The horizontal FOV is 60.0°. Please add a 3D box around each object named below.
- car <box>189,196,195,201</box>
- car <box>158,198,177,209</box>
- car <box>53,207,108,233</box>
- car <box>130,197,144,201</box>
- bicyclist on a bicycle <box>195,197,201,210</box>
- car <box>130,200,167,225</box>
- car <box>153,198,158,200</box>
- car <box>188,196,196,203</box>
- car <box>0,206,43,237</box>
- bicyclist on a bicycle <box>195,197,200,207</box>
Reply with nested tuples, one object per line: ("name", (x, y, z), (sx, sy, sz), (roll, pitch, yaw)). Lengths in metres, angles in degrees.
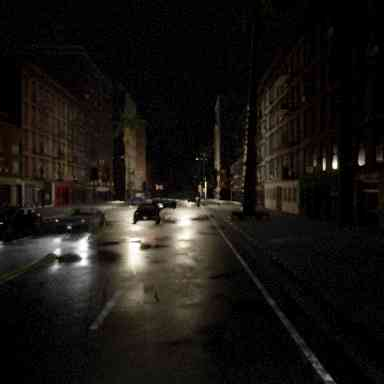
("car", (0.004, 1.855, 93.392), (1.837, 1.490, 4.892), (0, 0, 0))
("car", (-3.149, 1.613, 47.520), (2.128, 1.511, 4.902), (0, 0, 0))
("car", (-6.599, 1.618, 20.134), (1.895, 1.301, 4.718), (0, 0, 0))
("car", (-9.781, 1.665, 59.304), (1.882, 1.535, 5.008), (0, 0, 1))
("bicyclist on a bicycle", (0.896, 1.556, 44.085), (0.582, 1.620, 1.656), (0, -1, 0))
("car", (-3.150, 1.553, 24.546), (1.812, 1.442, 4.674), (0, 0, 0))
("car", (-6.513, 1.803, 62.259), (1.895, 1.301, 4.718), (0, 0, 0))
("car", (0.004, 1.872, 79.715), (1.994, 1.385, 4.181), (0, 0, 0))
("car", (-9.847, 1.505, 18.005), (2.128, 1.511, 4.902), (0, 0, 0))
("bicyclist on a bicycle", (0.903, 1.594, 54.378), (0.866, 1.612, 1.509), (0, 0, 0))
